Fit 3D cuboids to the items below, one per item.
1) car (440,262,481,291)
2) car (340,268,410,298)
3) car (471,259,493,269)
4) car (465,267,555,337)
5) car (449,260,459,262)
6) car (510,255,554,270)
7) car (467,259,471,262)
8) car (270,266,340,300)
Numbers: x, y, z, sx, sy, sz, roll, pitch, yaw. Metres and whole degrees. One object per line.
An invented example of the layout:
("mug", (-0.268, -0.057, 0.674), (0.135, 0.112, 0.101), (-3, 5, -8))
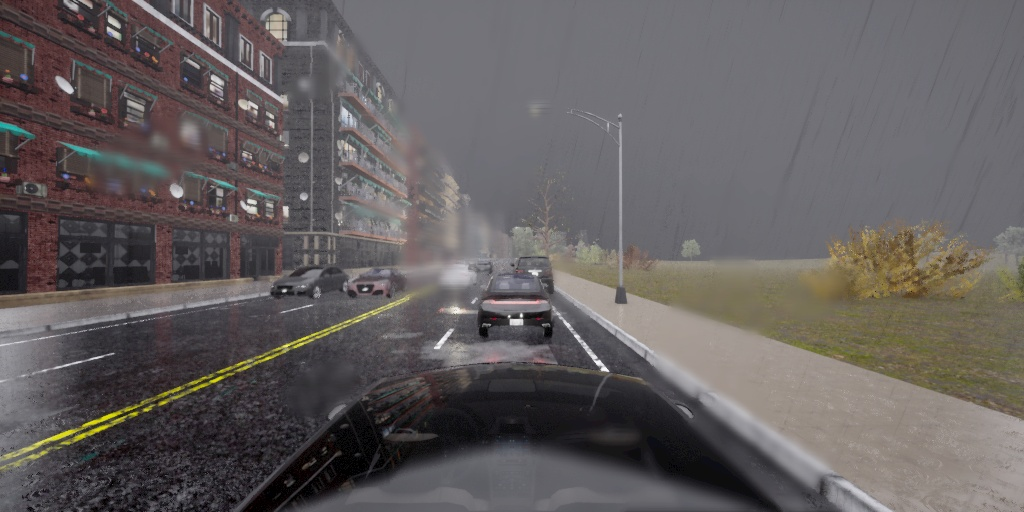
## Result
("car", (-3.169, 1.278, 21.893), (1.812, 1.442, 4.674), (0, 0, 0))
("car", (-6.615, 1.315, 18.152), (1.994, 1.385, 4.181), (0, 0, 0))
("car", (-3.186, 1.242, 41.633), (2.128, 1.511, 4.902), (0, 0, 0))
("car", (0.092, 1.243, 10.303), (2.128, 1.511, 4.902), (0, 0, 0))
("car", (-9.882, 1.349, 60.196), (1.895, 1.301, 4.718), (0, 0, 0))
("car", (1.120, 0.977, 20.174), (2.150, 2.045, 5.566), (0, 0, 0))
("car", (-6.628, 1.242, 61.685), (2.128, 1.511, 4.902), (0, 0, 0))
("car", (-9.866, 1.256, 17.959), (1.837, 1.490, 4.892), (0, 0, 0))
